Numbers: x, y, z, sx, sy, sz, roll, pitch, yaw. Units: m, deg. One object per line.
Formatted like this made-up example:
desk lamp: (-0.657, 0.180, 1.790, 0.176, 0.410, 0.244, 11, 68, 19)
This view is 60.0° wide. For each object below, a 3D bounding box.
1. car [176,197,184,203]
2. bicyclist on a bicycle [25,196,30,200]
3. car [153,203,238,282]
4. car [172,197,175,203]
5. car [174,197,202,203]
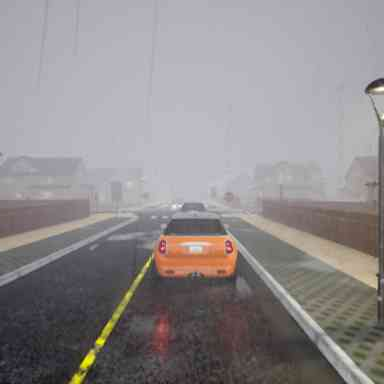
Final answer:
car: (-2.852, 1.967, 79.829, 1.895, 1.301, 4.718, 0, 0, 0)
bicyclist on a bicycle: (-20.206, 1.303, 40.957, 0.582, 1.620, 1.656, 0, 0, 0)
car: (0.086, 1.375, 9.966, 2.097, 1.767, 4.553, 0, 0, 0)
car: (-2.851, 1.759, 64.698, 2.128, 1.511, 4.902, 0, 0, 0)
car: (0.070, 1.408, 23.115, 2.097, 1.767, 4.553, 0, 0, 0)
